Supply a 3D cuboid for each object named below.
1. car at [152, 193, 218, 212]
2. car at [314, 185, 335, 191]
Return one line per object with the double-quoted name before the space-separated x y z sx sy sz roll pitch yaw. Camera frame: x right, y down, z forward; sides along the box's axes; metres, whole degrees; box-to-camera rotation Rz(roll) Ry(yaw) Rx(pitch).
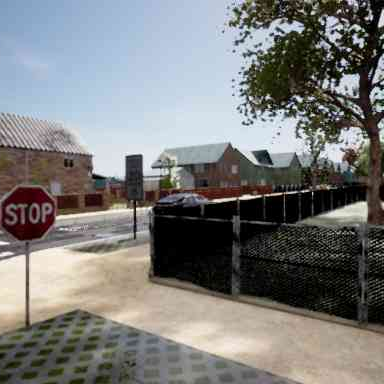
"car" -0.193 0.831 19.333 2.128 1.511 4.902 0 2 37
"car" 17.444 -0.236 43.519 1.882 1.535 5.008 0 2 36
